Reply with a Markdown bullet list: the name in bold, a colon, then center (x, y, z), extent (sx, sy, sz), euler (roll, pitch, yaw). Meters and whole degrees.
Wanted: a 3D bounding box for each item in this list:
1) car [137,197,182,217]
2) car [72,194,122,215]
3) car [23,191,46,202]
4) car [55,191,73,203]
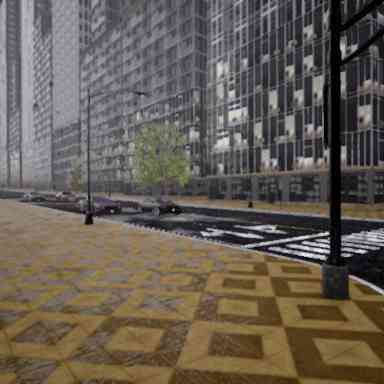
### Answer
- **car**: center (-2.596, 1.104, 26.173), extent (1.994, 1.385, 4.181), euler (0, 1, -38)
- **car**: center (-7.720, 1.032, 27.424), extent (2.033, 1.411, 5.357), euler (0, 1, -38)
- **car**: center (-21.378, 0.628, 44.990), extent (2.033, 1.411, 5.357), euler (0, 1, -38)
- **car**: center (-16.840, 0.647, 44.421), extent (1.812, 1.442, 4.674), euler (0, 1, -38)
